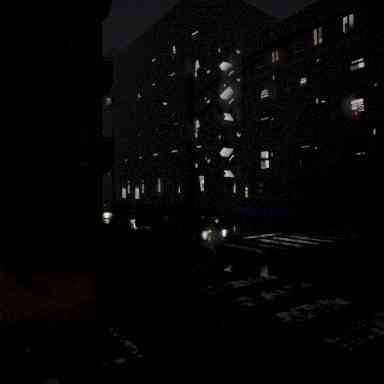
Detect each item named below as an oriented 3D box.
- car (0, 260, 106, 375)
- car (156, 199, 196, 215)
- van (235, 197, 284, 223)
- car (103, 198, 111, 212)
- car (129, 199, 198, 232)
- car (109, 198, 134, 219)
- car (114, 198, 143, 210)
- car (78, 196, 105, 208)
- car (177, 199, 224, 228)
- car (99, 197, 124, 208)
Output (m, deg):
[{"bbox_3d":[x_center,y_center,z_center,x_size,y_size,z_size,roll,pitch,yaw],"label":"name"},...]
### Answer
[{"bbox_3d":[-3.559,1.525,4.030,4.829,1.417,1.752,0,0,-35],"label":"car"},{"bbox_3d":[-1.761,1.449,34.235,1.752,1.417,4.829,0,0,-36],"label":"car"},{"bbox_3d":[4.975,1.280,24.922,1.690,1.788,3.998,0,0,-36],"label":"van"},{"bbox_3d":[-11.337,1.439,37.608,1.882,1.535,5.008,-1,0,-36],"label":"car"},{"bbox_3d":[-1.826,1.440,20.026,1.967,1.590,4.097,0,0,-36],"label":"car"},{"bbox_3d":[-5.350,1.532,29.308,1.994,1.385,4.181,-1,0,-37],"label":"car"},{"bbox_3d":[-8.298,1.463,43.271,1.887,1.381,4.507,-1,0,-36],"label":"car"},{"bbox_3d":[-14.261,1.429,47.003,2.128,1.511,4.902,-1,0,-36],"label":"car"},{"bbox_3d":[0.043,1.472,21.859,2.128,1.511,4.902,-1,0,-36],"label":"car"},{"bbox_3d":[-11.616,1.463,47.858,1.887,1.381,4.507,-1,0,-36],"label":"car"}]
